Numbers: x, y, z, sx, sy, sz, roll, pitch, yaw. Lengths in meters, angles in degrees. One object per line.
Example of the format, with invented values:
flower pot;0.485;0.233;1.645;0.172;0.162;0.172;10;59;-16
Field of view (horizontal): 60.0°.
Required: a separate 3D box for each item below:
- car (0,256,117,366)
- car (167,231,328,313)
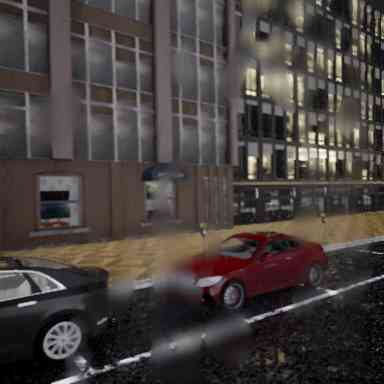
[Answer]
car;-3.180;1.610;4.286;4.403;1.369;2.008;-1;-1;-36
car;1.430;1.588;7.610;4.206;1.307;1.802;-1;-1;-36
